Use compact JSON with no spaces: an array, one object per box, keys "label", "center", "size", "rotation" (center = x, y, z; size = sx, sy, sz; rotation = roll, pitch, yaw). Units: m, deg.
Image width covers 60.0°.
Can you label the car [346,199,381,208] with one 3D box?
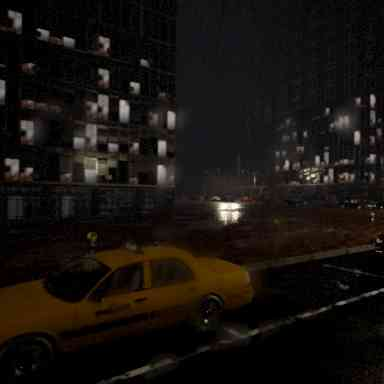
[{"label":"car","center":[25.884,1.718,50.444],"size":[2.008,1.369,4.403],"rotation":[1,-1,-23]}]

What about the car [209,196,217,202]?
[{"label":"car","center":[5.813,1.695,78.243],"size":[1.752,1.417,4.829],"rotation":[1,-1,-23]}]

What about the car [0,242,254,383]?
[{"label":"car","center":[-1.168,1.519,5.228],"size":[4.829,1.417,1.752],"rotation":[0,1,-35]}]

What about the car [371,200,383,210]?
[{"label":"car","center":[22.899,1.549,37.083],"size":[1.947,1.339,4.313],"rotation":[1,-1,-23]}]

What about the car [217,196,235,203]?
[{"label":"car","center":[7.893,1.587,73.236],"size":[1.967,1.590,4.097],"rotation":[1,-1,-23]}]

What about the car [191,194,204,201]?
[{"label":"car","center":[1.462,1.532,88.731],"size":[2.192,1.841,5.009],"rotation":[1,-1,-23]}]

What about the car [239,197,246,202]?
[{"label":"car","center":[13.013,1.889,81.446],"size":[1.802,1.307,4.206],"rotation":[1,-1,-23]}]

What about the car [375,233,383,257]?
[{"label":"car","center":[8.062,1.533,11.439],"size":[4.403,1.369,2.008],"rotation":[0,1,-33]}]

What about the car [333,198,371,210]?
[{"label":"car","center":[20.755,1.557,42.247],"size":[2.008,1.369,4.403],"rotation":[1,-1,-23]}]

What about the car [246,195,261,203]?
[{"label":"car","center":[15.162,1.599,76.282],"size":[2.192,1.841,5.009],"rotation":[1,-1,-23]}]

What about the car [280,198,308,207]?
[{"label":"car","center":[16.467,1.604,52.577],"size":[2.008,1.369,4.403],"rotation":[1,-1,-23]}]

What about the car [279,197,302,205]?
[{"label":"car","center":[19.449,1.788,65.945],"size":[2.008,1.369,4.403],"rotation":[1,-1,-23]}]

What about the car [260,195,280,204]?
[{"label":"car","center":[14.325,1.517,57.742],"size":[1.967,1.590,4.097],"rotation":[1,-1,-23]}]

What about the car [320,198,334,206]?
[{"label":"car","center":[23.674,1.716,55.768],"size":[1.752,1.417,4.829],"rotation":[1,-1,-23]}]
